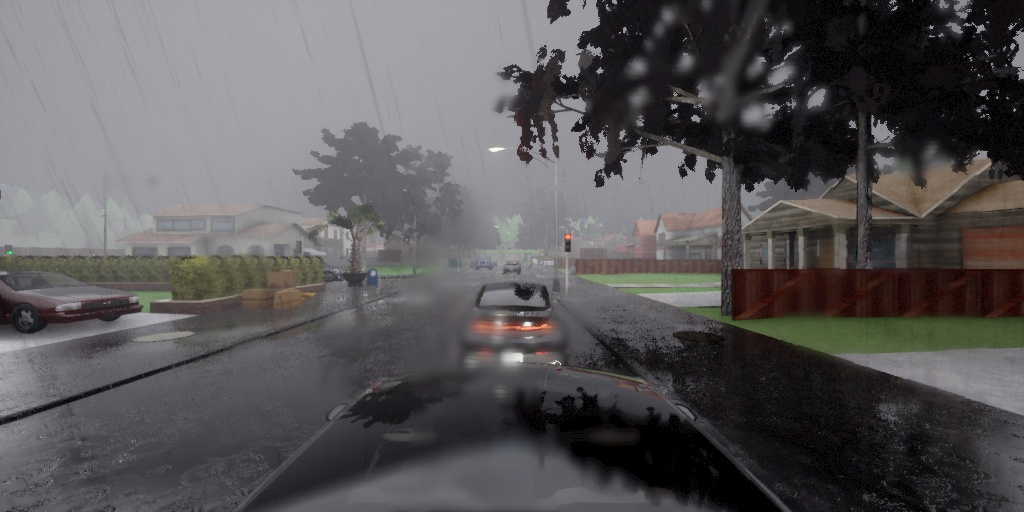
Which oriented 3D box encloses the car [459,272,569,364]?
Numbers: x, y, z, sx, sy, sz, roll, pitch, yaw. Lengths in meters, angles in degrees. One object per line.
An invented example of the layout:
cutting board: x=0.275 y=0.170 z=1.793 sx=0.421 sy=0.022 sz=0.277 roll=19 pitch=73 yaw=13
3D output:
car: x=0.047 y=1.255 z=7.654 sx=1.837 sy=1.490 sz=4.892 roll=0 pitch=0 yaw=1

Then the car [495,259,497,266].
car: x=-4.024 y=1.241 z=62.308 sx=2.128 sy=1.511 sz=4.902 roll=0 pitch=0 yaw=0

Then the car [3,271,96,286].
car: x=-34.041 y=1.102 z=26.753 sx=4.553 sy=1.767 sz=2.097 roll=0 pitch=0 yaw=0

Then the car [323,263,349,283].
car: x=-14.576 y=1.102 z=26.714 sx=4.553 sy=1.767 sz=2.097 roll=0 pitch=0 yaw=0

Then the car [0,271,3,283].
car: x=-43.850 y=1.242 z=30.851 sx=4.902 sy=1.511 sz=2.128 roll=0 pitch=0 yaw=0

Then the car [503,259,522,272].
car: x=0.041 y=1.241 z=40.155 sx=2.128 sy=1.511 sz=4.902 roll=0 pitch=0 yaw=2

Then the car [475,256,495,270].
car: x=-4.059 y=0.971 z=52.258 sx=2.150 sy=2.045 sz=5.566 roll=0 pitch=0 yaw=0
